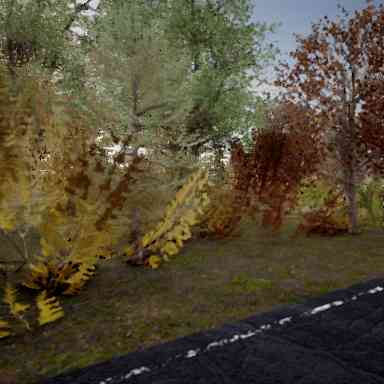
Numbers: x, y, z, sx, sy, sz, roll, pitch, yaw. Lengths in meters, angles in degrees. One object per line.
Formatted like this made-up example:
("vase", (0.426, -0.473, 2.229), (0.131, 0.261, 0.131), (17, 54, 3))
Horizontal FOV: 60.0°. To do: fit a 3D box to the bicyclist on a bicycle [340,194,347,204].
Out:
("bicyclist on a bicycle", (18.548, 1.118, 40.607), (1.656, 1.620, 0.582), (0, 1, -36))
